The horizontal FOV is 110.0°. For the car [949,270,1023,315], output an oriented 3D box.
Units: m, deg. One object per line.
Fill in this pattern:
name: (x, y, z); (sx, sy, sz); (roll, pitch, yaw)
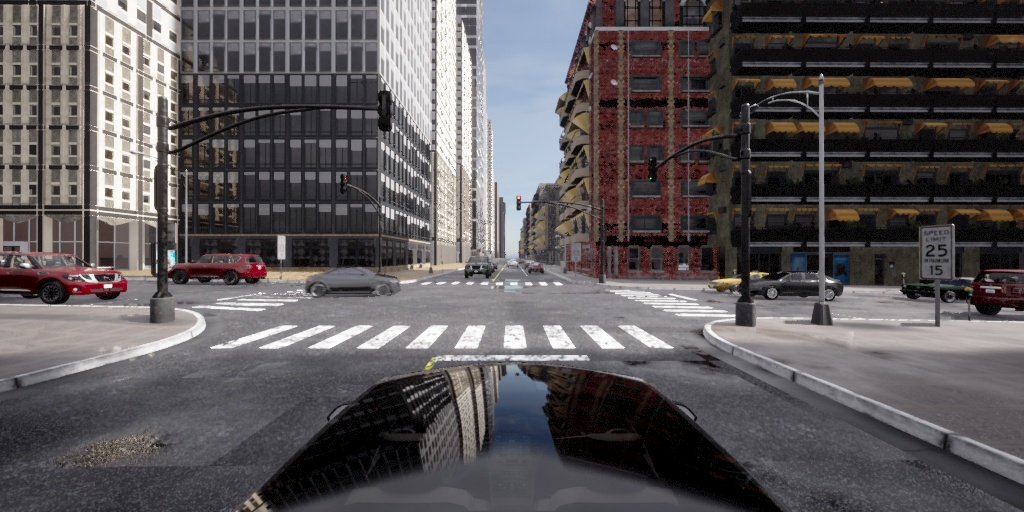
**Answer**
car: (20.604, 1.461, 13.669); (5.009, 1.841, 2.192); (0, 0, 0)

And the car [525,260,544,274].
car: (2.760, 1.341, 41.671); (1.802, 1.307, 4.207); (0, 0, 0)

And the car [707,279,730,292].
car: (14.640, 1.587, 21.968); (4.829, 1.417, 1.751); (0, 0, 0)

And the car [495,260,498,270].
car: (-3.073, 1.286, 43.648); (1.812, 1.442, 4.674); (0, 0, 0)

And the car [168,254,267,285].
car: (-17.701, 0.776, 21.701); (5.009, 1.841, 2.192); (0, 0, 0)

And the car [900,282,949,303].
car: (24.213, 1.827, 19.456); (4.718, 1.301, 1.895); (1, 0, -1)

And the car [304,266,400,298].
car: (-7.548, 1.202, 17.237); (4.181, 1.385, 1.994); (1, 0, -17)

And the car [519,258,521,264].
car: (2.719, 1.321, 60.236); (2.007, 1.370, 4.403); (0, 0, 0)

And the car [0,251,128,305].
car: (-17.570, 0.757, 13.321); (5.009, 1.841, 2.192); (0, 0, 0)

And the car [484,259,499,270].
car: (-3.064, 1.244, 53.921); (1.882, 1.535, 5.008); (0, 0, 0)

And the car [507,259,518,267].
car: (0.136, 1.299, 64.877); (1.812, 1.442, 4.674); (0, 0, 0)

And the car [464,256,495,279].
car: (-3.085, 0.977, 33.574); (2.150, 2.045, 5.566); (0, 0, 0)

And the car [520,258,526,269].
car: (2.715, 1.317, 54.588); (2.007, 1.370, 4.403); (0, 0, 0)

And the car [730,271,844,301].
car: (14.922, 1.562, 19.350); (4.892, 1.490, 1.837); (1, 0, 2)
